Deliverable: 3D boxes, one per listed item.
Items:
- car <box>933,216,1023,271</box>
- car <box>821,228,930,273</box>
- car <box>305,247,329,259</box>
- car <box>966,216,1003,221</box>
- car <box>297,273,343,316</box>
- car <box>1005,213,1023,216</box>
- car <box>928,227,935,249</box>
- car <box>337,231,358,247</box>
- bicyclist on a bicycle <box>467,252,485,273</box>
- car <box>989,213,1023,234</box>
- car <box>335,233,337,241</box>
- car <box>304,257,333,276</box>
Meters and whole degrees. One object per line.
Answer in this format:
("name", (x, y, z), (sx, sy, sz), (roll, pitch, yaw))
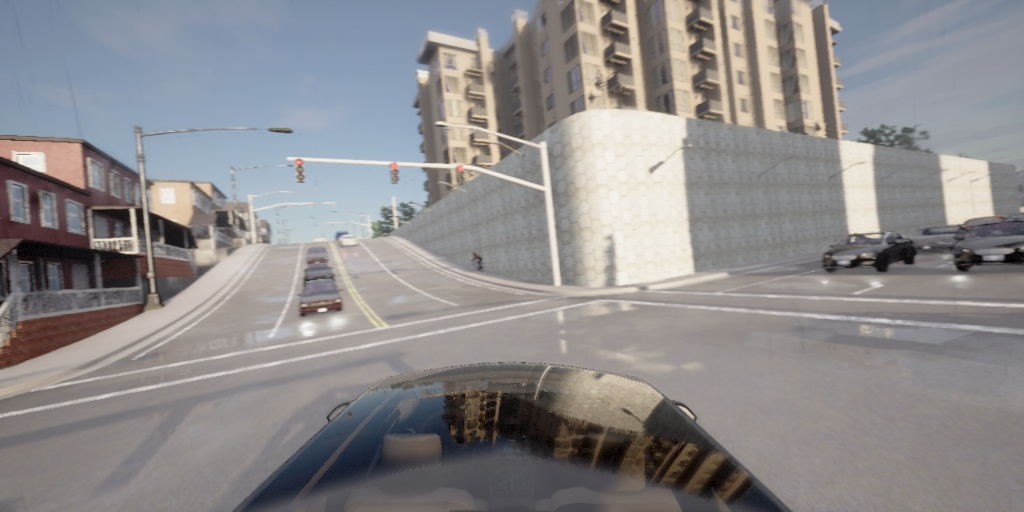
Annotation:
("car", (16.656, -0.423, 11.986), (4.902, 1.511, 2.128), (-6, 0, -28))
("car", (14.958, -0.224, 15.039), (4.902, 1.511, 2.128), (-6, 0, -28))
("car", (-19.572, -0.172, 36.073), (2.033, 1.411, 5.357), (-6, 12, -28))
("car", (31.360, -1.883, 23.782), (5.008, 1.535, 1.882), (-6, 0, -27))
("car", (-9.873, 1.977, 18.517), (2.033, 1.411, 5.357), (-6, 4, -28))
("car", (24.936, -1.266, 16.422), (5.008, 1.535, 1.882), (-6, 0, -28))
("car", (23.101, -0.931, 19.402), (4.718, 1.301, 1.895), (-6, 0, -28))
("car", (-21.139, -2.056, 46.304), (1.812, 1.442, 4.674), (-6, 12, -28))
("bicyclist on a bicycle", (-2.806, 0.500, 28.409), (1.656, 1.620, 0.582), (-6, 6, -28))
("car", (40.065, -2.669, 28.404), (4.181, 1.385, 1.994), (-6, 0, -28))
("car", (-26.181, -3.159, 55.315), (1.882, 1.535, 5.008), (-6, 4, -28))
("car", (-14.635, 1.299, 27.199), (1.994, 1.385, 4.181), (-6, 9, -28))
